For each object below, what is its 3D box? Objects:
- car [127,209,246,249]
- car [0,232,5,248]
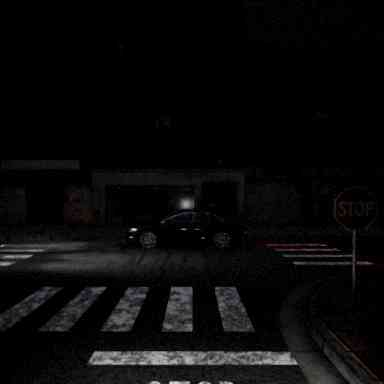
[{"bbox_3d":[-0.210,1.481,13.885,4.902,1.511,2.128,0,0,0],"label":"car"},{"bbox_3d":[-8.909,1.619,10.944,4.718,1.301,1.895,0,0,0],"label":"car"}]
